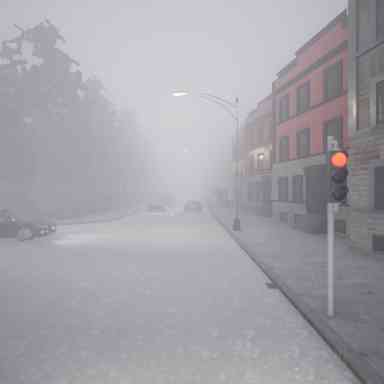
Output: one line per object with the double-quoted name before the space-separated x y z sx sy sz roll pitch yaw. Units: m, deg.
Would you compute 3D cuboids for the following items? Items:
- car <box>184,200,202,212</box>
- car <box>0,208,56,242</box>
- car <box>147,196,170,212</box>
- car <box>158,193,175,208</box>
"car" 0.108 1.564 39.113 1.994 1.385 4.181 0 0 0
"car" -8.998 1.506 15.626 4.892 1.490 1.837 0 0 -4
"car" -4.095 1.547 39.352 2.033 1.411 5.357 0 0 0
"car" -4.088 1.221 49.539 2.150 2.045 5.566 0 0 0
